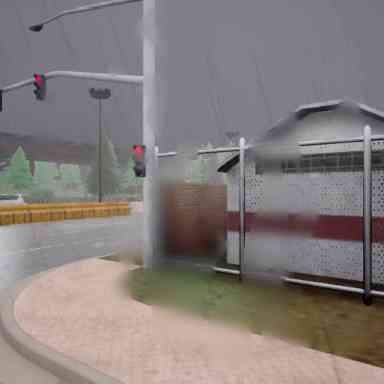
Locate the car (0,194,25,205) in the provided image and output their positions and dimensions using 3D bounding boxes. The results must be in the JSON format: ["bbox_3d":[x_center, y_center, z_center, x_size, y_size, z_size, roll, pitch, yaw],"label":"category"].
[{"bbox_3d":[-19.917,1.222,33.791,2.150,2.045,5.566,0,0,34],"label":"car"}]
